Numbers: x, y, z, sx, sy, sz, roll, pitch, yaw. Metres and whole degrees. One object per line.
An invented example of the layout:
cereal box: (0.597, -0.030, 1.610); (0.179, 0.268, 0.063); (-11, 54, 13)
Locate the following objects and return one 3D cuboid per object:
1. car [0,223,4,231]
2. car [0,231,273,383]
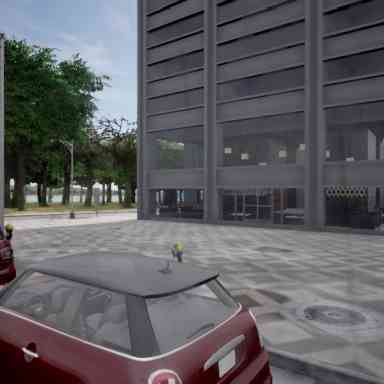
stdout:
car: (-5.715, 1.315, 7.036); (5.009, 1.841, 2.192); (0, 0, 35)
car: (-1.287, 1.440, 3.879); (4.097, 1.590, 1.967); (0, 0, 35)
